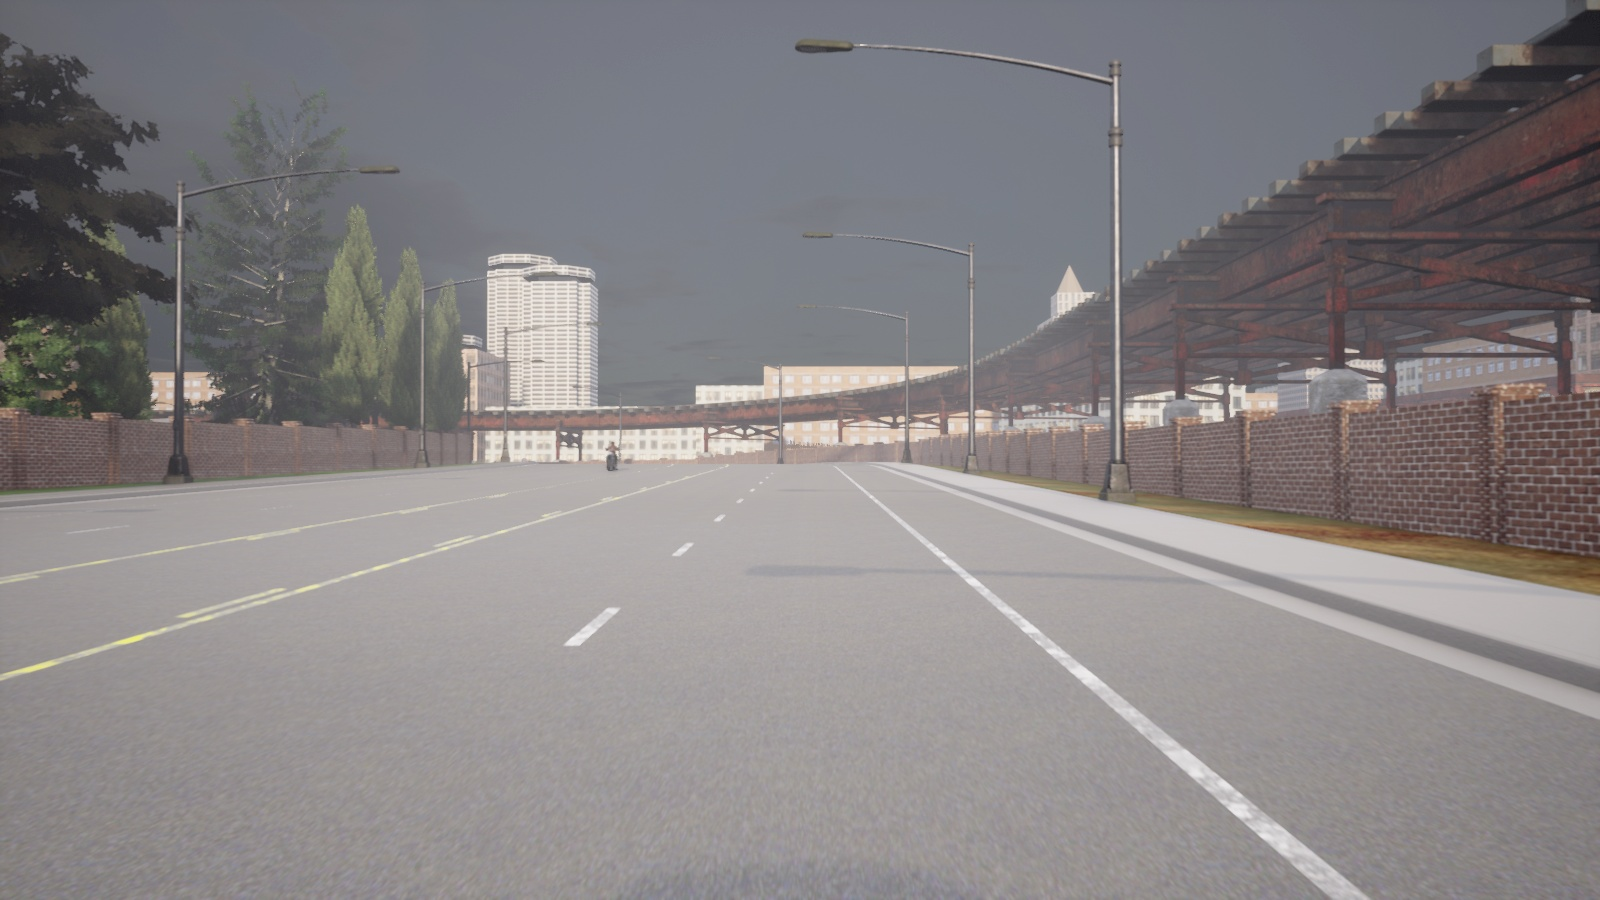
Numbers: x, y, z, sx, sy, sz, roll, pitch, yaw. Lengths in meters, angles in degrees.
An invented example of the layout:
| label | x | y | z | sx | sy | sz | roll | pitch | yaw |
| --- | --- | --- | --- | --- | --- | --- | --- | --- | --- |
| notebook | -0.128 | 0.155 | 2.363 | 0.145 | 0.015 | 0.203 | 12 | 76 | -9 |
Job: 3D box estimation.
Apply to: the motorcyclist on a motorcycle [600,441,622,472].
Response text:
| label | x | y | z | sx | sy | sz | roll | pitch | yaw |
| --- | --- | --- | --- | --- | --- | --- | --- | --- | --- |
| motorcyclist on a motorcycle | -10.090 | 0.325 | 67.040 | 0.766 | 1.649 | 2.350 | 0 | 0 | 1 |
